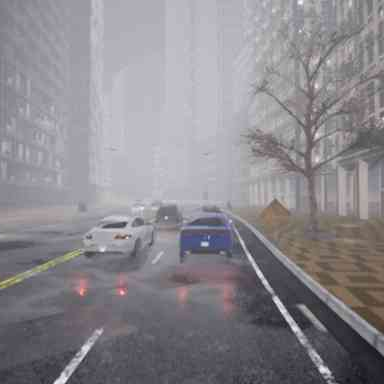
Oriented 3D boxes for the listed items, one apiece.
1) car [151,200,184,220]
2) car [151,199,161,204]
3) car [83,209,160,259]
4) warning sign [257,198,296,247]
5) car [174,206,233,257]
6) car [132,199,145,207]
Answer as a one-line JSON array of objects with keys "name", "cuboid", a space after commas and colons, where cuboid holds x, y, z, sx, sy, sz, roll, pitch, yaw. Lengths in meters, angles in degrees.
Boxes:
[{"name": "car", "cuboid": [-1.818, 1.675, 27.237, 1.837, 1.490, 4.892, 0, 0, 3]}, {"name": "car", "cuboid": [-5.873, 1.906, 56.718, 1.994, 1.385, 4.181, 0, 0, -4]}, {"name": "car", "cuboid": [-2.679, 1.604, 12.925, 1.812, 1.442, 4.674, 0, 0, 4]}, {"name": "warning sign", "cuboid": [3.366, 1.192, 13.415, 1.300, 1.860, 1.060, -1, -2, 4]}, {"name": "car", "cuboid": [0.611, 1.556, 13.334, 1.882, 1.535, 5.008, 0, 0, 4]}, {"name": "car", "cuboid": [-9.180, 1.865, 57.432, 1.812, 1.442, 4.674, 0, 0, -4]}]
